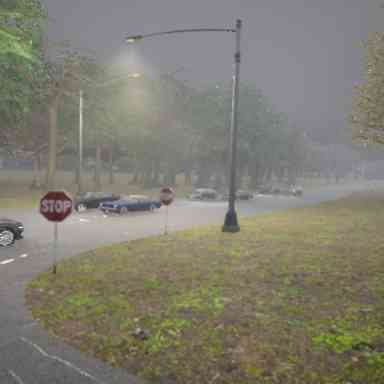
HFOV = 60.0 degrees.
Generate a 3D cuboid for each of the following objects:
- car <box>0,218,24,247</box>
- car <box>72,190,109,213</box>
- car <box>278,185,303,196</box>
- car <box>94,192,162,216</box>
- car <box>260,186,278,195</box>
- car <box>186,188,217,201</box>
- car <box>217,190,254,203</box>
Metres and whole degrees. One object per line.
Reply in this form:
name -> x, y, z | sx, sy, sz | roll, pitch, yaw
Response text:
car -> -8.635, 1.320, 11.938 | 1.837, 1.490, 4.892 | 3, 2, 35
car -> -7.659, 0.619, 25.543 | 1.882, 1.535, 5.008 | 4, 4, 35
car -> 15.818, -0.258, 52.220 | 2.097, 1.767, 4.553 | 4, 4, 35
car -> -4.404, 0.917, 24.097 | 1.895, 1.301, 4.718 | 4, 4, 35
car -> 12.956, -0.312, 54.226 | 2.033, 1.411, 5.357 | 4, 4, 35
car -> 1.259, 0.231, 38.024 | 1.812, 1.442, 4.674 | 4, 4, 35
car -> 5.119, 0.451, 37.421 | 1.895, 1.301, 4.718 | 4, 4, 35
